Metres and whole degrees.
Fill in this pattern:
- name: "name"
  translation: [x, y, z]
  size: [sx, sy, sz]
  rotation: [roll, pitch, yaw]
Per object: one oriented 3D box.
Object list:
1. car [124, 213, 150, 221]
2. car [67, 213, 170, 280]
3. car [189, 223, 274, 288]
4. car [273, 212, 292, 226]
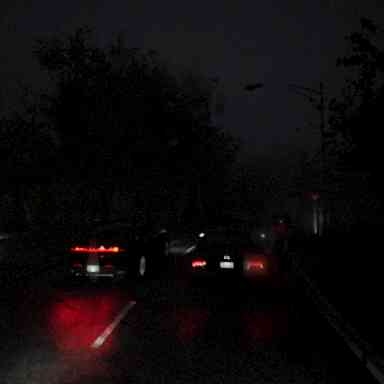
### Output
- name: "car"
  translation: [-10.679, 4.837, 64.967]
  size: [4.902, 1.511, 2.128]
  rotation: [0, -4, -4]
- name: "car"
  translation: [-1.986, 1.579, 10.269]
  size: [1.837, 1.490, 4.892]
  rotation: [-1, 0, 9]
- name: "car"
  translation: [1.114, 1.587, 9.466]
  size: [2.033, 1.411, 5.357]
  rotation: [-1, 0, 9]
- name: "car"
  translation: [10.267, 3.071, 37.988]
  size: [1.837, 1.490, 4.892]
  rotation: [0, -4, 17]
